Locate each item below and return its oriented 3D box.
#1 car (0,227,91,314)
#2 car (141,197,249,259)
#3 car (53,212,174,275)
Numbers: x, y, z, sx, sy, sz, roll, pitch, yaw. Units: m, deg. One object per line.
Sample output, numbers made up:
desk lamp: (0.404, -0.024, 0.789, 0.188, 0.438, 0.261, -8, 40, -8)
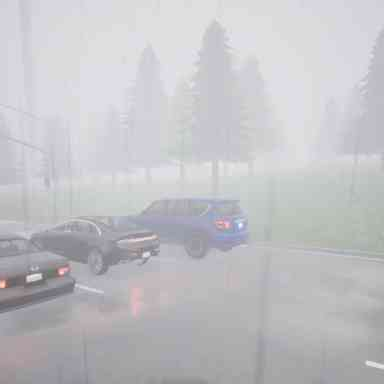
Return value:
car: (-4.807, 1.547, 7.285, 5.357, 1.411, 2.033, 0, 0, 36)
car: (-0.540, 1.221, 12.837, 5.566, 2.045, 2.150, 0, 0, 35)
car: (-3.211, 1.491, 10.451, 4.902, 1.511, 2.128, 0, 0, 36)
